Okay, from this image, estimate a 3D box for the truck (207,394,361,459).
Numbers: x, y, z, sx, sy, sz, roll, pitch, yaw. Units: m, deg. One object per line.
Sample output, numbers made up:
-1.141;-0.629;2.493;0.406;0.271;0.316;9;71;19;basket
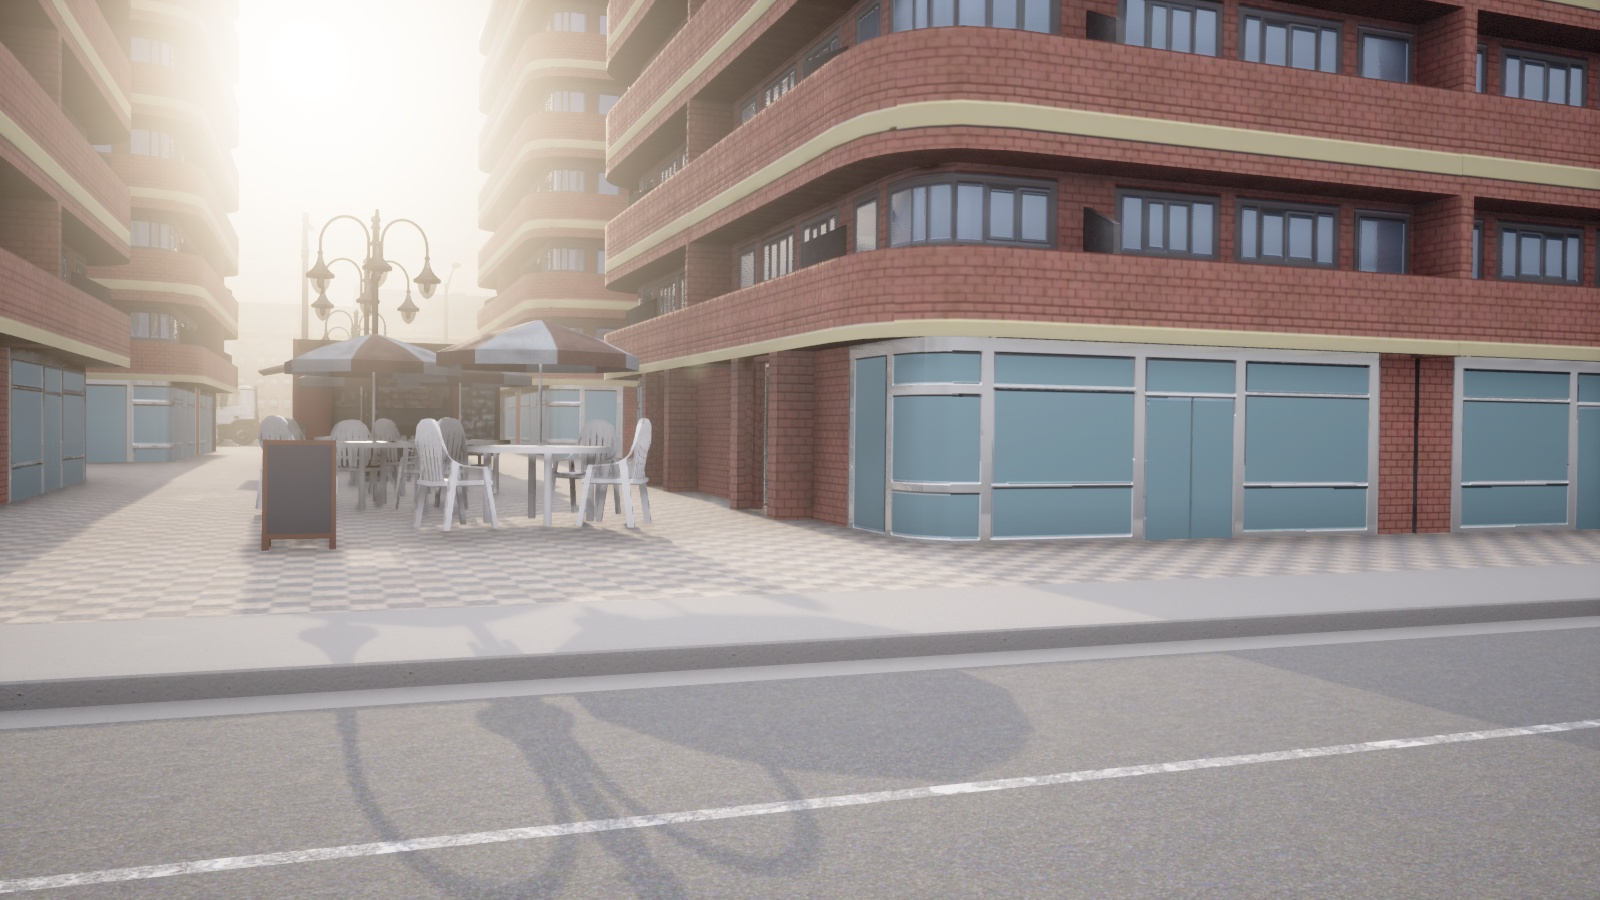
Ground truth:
-29.505;-1.395;72.113;7.936;3.462;2.891;-2;1;-21;truck
